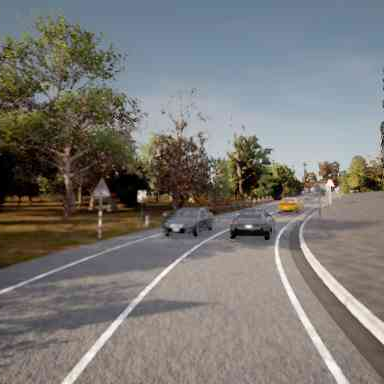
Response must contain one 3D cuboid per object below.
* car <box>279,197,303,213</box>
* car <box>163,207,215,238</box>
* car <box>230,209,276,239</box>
[{"bbox_3d":[10.147,1.262,33.979,1.882,1.535,5.008,-2,1,26],"label":"car"},{"bbox_3d":[-0.058,1.594,18.656,2.128,1.511,4.902,-1,-1,18],"label":"car"},{"bbox_3d":[3.273,1.593,17.550,1.994,1.385,4.181,-1,0,18],"label":"car"}]
